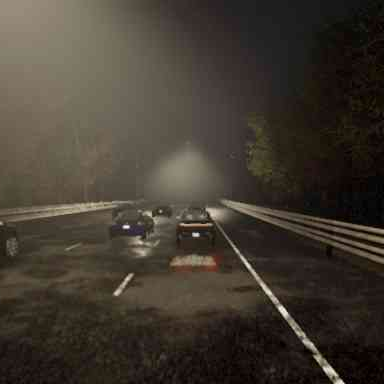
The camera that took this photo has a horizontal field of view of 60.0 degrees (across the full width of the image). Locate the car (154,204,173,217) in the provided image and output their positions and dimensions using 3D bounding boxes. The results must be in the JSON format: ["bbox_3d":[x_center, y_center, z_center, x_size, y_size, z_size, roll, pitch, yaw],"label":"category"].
[{"bbox_3d":[-3.010,1.892,34.635,1.994,1.385,4.181,0,-1,1],"label":"car"}]

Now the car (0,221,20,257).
[{"bbox_3d":[-6.789,1.207,9.535,2.128,1.511,4.902,2,-3,-1],"label":"car"}]

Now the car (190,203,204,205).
[{"bbox_3d":[0.477,1.813,33.996,2.128,1.511,4.902,0,0,1],"label":"car"}]

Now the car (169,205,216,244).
[{"bbox_3d":[0.201,1.656,16.769,2.128,1.511,4.902,0,-1,1],"label":"car"}]

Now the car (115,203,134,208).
[{"bbox_3d":[-6.536,1.836,32.516,1.812,1.442,4.674,0,0,1],"label":"car"}]

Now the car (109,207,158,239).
[{"bbox_3d":[-3.271,1.746,18.690,1.994,1.385,4.181,0,-1,1],"label":"car"}]
